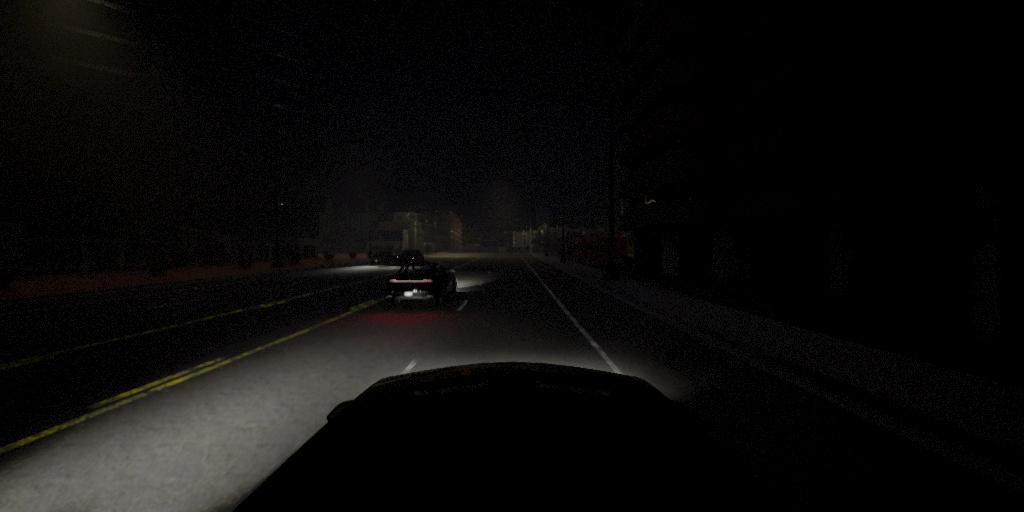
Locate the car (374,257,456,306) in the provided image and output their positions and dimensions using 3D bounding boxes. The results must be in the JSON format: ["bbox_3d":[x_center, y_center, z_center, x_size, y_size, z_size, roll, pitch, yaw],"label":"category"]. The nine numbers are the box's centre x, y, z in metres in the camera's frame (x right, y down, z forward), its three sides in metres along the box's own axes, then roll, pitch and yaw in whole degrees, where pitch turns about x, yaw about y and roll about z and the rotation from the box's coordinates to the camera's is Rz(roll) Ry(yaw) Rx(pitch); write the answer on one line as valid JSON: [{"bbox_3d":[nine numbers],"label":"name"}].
[{"bbox_3d":[-3.398,0.971,14.210,2.128,1.511,4.902,0,2,0],"label":"car"}]

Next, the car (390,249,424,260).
[{"bbox_3d":[-10.568,0.093,37.177,2.097,1.767,4.553,0,2,0],"label":"car"}]

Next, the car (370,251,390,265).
[{"bbox_3d":[-14.068,0.156,39.628,2.128,1.511,4.902,0,2,0],"label":"car"}]
